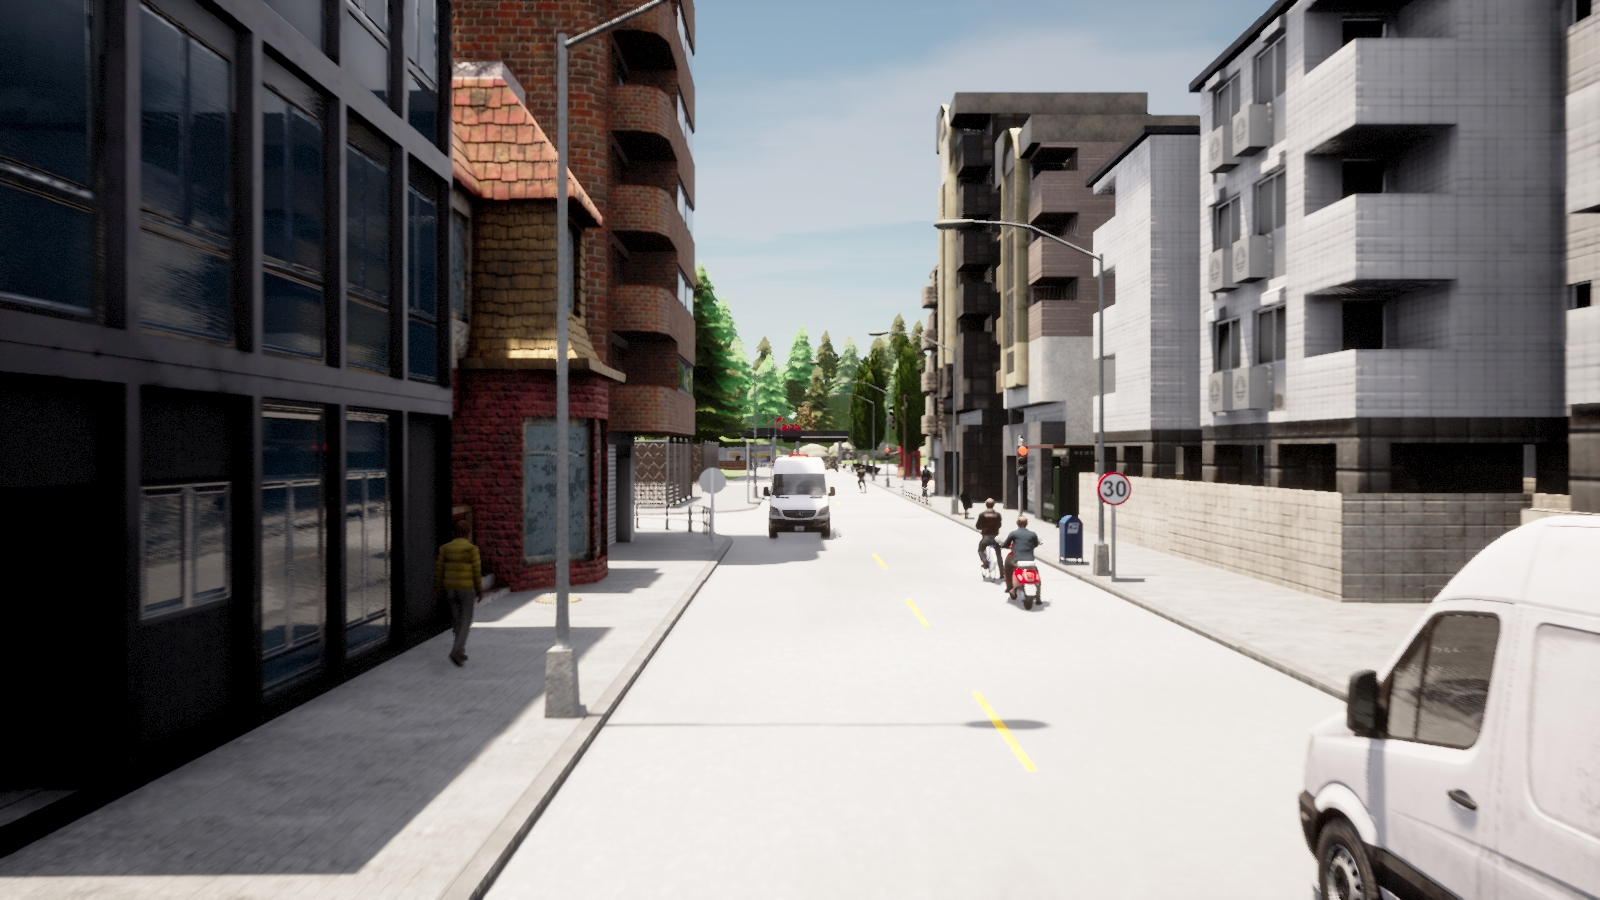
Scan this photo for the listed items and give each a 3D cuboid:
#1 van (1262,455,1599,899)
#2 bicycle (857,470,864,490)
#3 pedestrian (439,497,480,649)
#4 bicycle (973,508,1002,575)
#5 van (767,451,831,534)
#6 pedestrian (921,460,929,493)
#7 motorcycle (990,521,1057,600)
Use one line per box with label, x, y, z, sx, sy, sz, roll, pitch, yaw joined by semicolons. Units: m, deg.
van;4.019;1.314;4.476;1.988;2.561;5.915;0;0;0
bicycle;3.944;1.940;74.204;0.329;1.271;1.835;0;0;0
pedestrian;-4.247;1.523;14.265;0.375;1.860;0.375;0;0;7
bicycle;4.009;1.940;24.489;0.329;1.271;1.835;0;0;0
van;-0.030;1.314;38.061;1.988;2.561;5.915;0;0;0
pedestrian;7.218;1.523;65.925;0.375;1.860;0.375;0;0;-1
motorcycle;4.003;1.962;20.615;0.856;1.236;1.805;0;0;0
